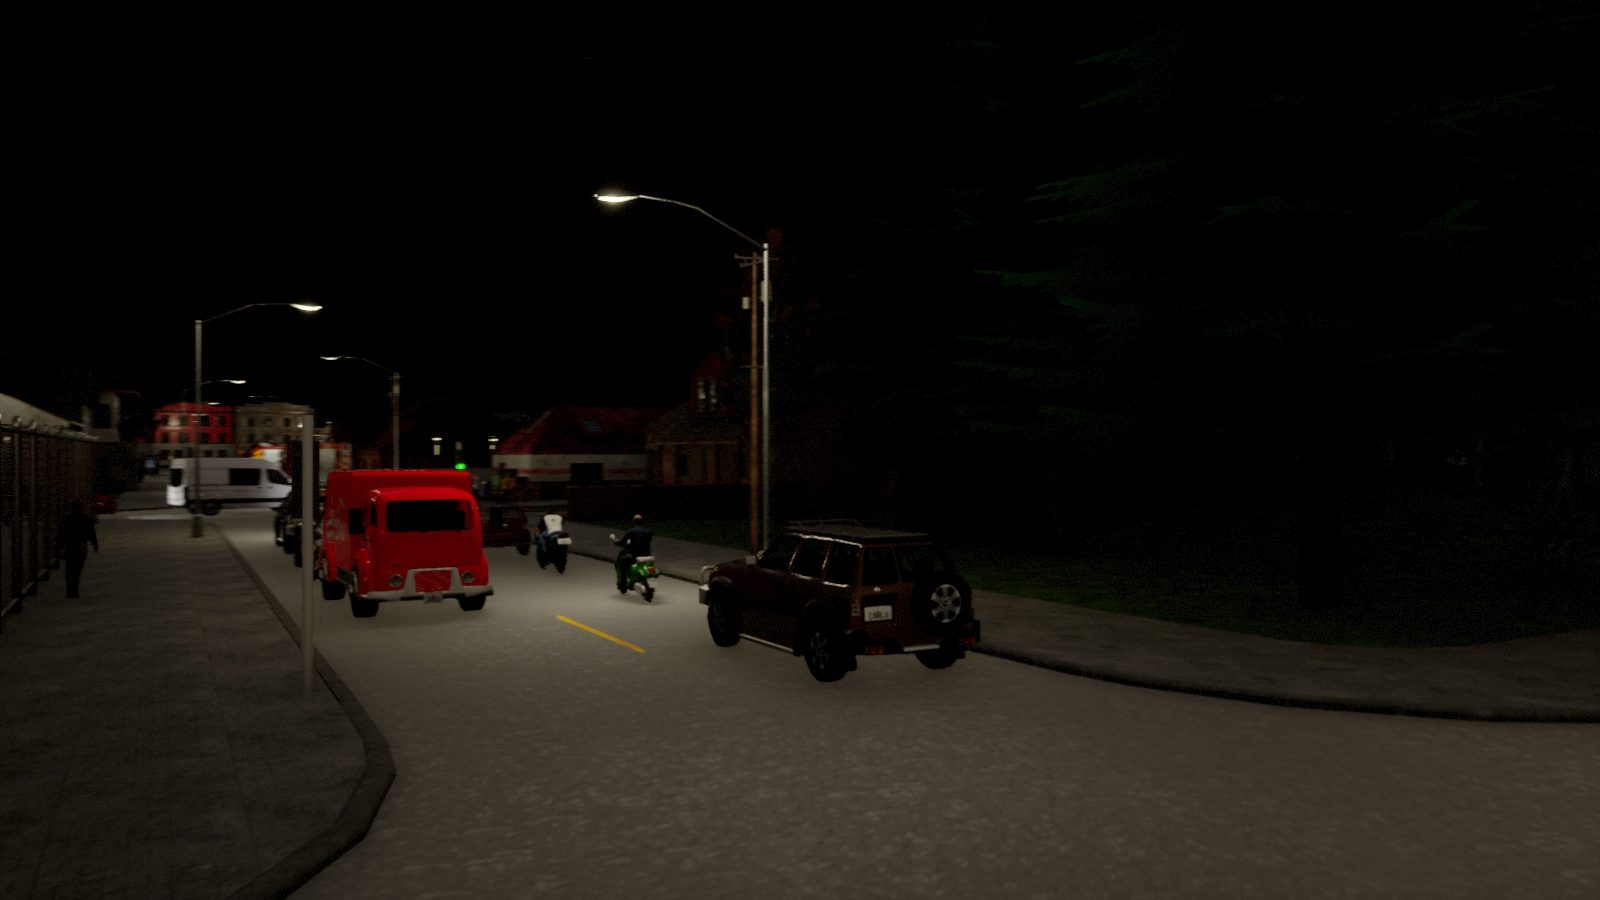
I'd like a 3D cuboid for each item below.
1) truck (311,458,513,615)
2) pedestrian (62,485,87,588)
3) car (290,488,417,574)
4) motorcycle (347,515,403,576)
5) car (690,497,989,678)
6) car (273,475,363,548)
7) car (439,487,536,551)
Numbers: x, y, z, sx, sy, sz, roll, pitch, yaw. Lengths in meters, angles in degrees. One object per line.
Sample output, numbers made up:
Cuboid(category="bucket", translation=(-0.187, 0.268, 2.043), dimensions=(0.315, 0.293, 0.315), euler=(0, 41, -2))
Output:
Cuboid(category="truck", translation=(-7.304, 1.390, 21.086), dimensions=(2.627, 2.467, 5.204), euler=(0, 0, -29))
Cuboid(category="pedestrian", translation=(-13.298, 1.574, 20.947), dimensions=(0.375, 1.860, 0.375), euler=(0, 0, -29))
Cuboid(category="car", translation=(-10.708, 1.828, 27.181), dimensions=(2.152, 1.651, 5.027), euler=(0, 0, -29))
Cuboid(category="motorcycle", translation=(-9.222, 2.043, 24.744), dimensions=(0.803, 1.145, 2.033), euler=(0, 0, -30))
Cuboid(category="car", translation=(0.332, 1.669, 15.495), dimensions=(1.932, 1.855, 4.605), euler=(0, 0, -29))
Cuboid(category="car", translation=(-14.026, 1.713, 33.103), dimensions=(1.932, 1.855, 4.605), euler=(0, 0, -29))
Cuboid(category="car", translation=(-8.767, 1.869, 31.856), dimensions=(1.789, 1.549, 3.705), euler=(0, 0, -29))
